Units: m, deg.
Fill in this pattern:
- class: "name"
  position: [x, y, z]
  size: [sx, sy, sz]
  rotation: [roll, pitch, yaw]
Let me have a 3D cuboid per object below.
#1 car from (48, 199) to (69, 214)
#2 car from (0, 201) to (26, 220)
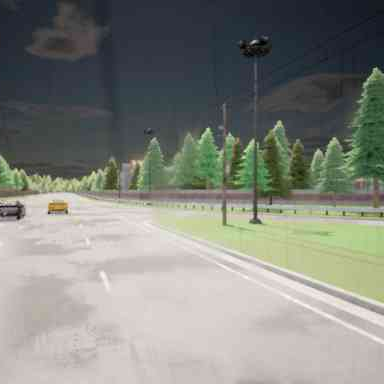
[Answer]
- class: "car"
  position: [-14.319, 1.434, 35.636]
  size: [1.882, 1.535, 5.008]
  rotation: [0, 0, -21]
- class: "car"
  position: [-14.967, 1.452, 27.493]
  size: [2.128, 1.511, 4.902]
  rotation: [0, 0, -21]
